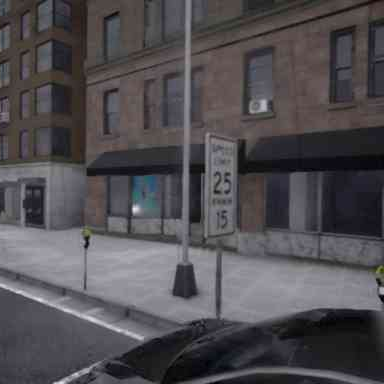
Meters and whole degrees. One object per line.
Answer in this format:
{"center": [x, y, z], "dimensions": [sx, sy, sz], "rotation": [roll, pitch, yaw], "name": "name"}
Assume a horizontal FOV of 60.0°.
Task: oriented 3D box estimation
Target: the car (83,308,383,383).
{"center": [1.047, 1.576, 2.291], "dimensions": [4.313, 1.339, 1.947], "rotation": [0, 0, 37], "name": "car"}
